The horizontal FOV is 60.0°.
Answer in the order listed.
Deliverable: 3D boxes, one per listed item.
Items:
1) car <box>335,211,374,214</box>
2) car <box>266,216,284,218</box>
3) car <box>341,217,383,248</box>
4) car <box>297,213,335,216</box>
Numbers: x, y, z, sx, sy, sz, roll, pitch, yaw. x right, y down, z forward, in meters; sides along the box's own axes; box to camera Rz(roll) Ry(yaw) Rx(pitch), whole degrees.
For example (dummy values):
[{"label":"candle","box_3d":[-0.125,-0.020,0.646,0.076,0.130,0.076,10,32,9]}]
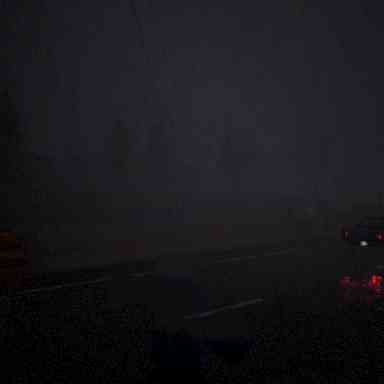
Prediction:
[{"label":"car","box_3d":[14.254,1.722,27.443,5.008,1.535,1.882,1,0,-36]},{"label":"car","box_3d":[9.290,1.482,32.476,5.566,2.045,2.150,0,0,-36]},{"label":"car","box_3d":[8.521,1.733,14.325,4.718,1.301,1.895,0,0,-36]},{"label":"car","box_3d":[10.798,1.596,29.253,4.553,1.767,2.097,1,0,-36]}]
